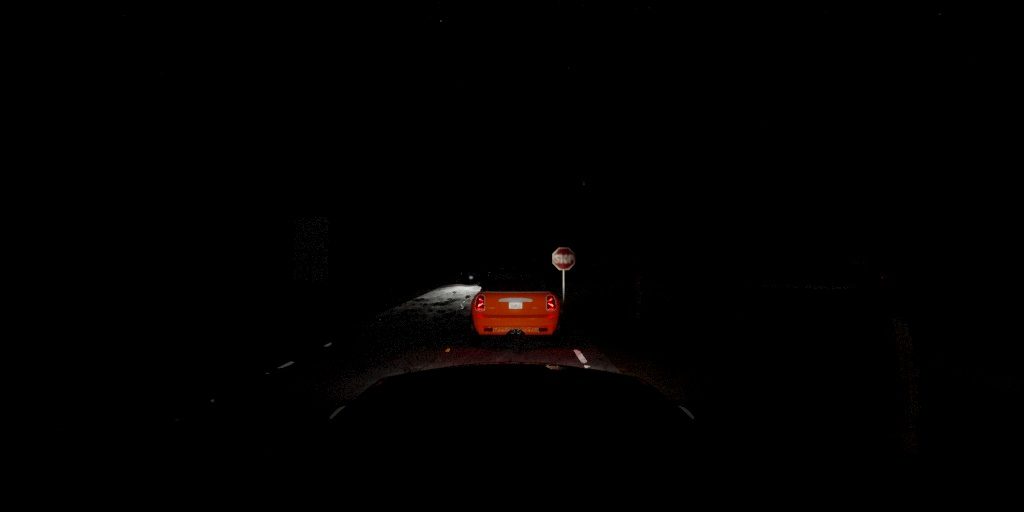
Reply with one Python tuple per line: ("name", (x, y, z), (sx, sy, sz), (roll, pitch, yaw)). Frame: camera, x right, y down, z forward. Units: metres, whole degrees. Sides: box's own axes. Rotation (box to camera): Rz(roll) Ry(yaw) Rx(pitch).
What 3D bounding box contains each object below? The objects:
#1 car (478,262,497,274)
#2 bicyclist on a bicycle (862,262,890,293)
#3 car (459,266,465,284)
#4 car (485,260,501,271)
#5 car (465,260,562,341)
("car", (-2.909, 1.426, 43.246), (1.994, 1.385, 4.181), (0, 0, 1))
("bicyclist on a bicycle", (19.882, 1.166, 19.560), (0.582, 1.620, 1.656), (0, 0, 0))
("car", (-2.895, 1.283, 27.735), (2.128, 1.511, 4.902), (0, 0, 0))
("car", (-2.913, 1.449, 56.455), (2.128, 1.511, 4.902), (0, 0, 0))
("car", (0.081, 1.110, 10.005), (2.097, 1.767, 4.553), (0, 0, 0))
